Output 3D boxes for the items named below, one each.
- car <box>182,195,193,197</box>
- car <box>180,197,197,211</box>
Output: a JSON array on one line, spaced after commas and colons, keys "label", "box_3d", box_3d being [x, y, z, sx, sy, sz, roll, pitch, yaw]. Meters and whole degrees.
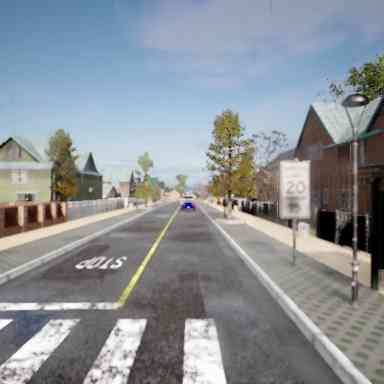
[{"label": "car", "box_3d": [-0.713, 1.477, 52.896, 2.150, 2.045, 5.566, 0, 0, -1]}, {"label": "car", "box_3d": [-0.477, 1.707, 43.092, 1.812, 1.442, 4.674, 0, 0, -1]}]
